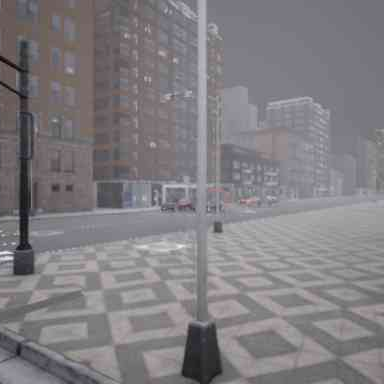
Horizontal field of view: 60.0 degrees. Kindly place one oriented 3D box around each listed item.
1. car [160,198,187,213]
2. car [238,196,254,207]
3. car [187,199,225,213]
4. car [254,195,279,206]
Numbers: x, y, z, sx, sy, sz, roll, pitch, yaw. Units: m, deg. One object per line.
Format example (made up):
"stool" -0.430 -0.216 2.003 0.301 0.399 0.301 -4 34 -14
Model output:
"car" -1.477 1.476 37.484 1.882 1.535 5.008 0 0 36
"car" 8.877 1.366 51.670 2.097 1.767 4.553 0 0 36
"car" 1.905 1.505 36.614 1.837 1.490 4.892 0 0 36
"car" 11.494 1.247 49.744 1.812 1.442 4.674 0 0 36
